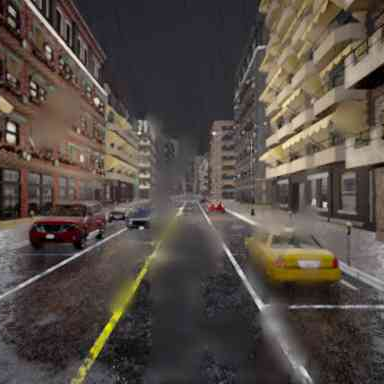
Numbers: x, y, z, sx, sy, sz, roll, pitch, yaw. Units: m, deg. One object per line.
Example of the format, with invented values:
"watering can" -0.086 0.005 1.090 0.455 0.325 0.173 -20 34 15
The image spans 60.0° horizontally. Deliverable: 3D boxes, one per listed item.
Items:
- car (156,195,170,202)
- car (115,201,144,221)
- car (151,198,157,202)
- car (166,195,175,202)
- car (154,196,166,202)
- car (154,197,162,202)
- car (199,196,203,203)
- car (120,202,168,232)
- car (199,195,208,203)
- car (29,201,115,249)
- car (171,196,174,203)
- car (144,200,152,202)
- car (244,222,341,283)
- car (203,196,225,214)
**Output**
"car" -5.321 1.445 53.807 2.192 1.841 5.009 1 0 0
"car" -5.315 1.615 26.062 2.008 1.369 4.403 1 0 0
"car" -5.319 1.673 37.160 1.802 1.307 4.206 1 0 0
"car" -5.340 1.633 81.552 1.967 1.590 4.097 1 0 0
"car" -5.322 1.668 48.258 2.008 1.369 4.403 1 0 0
"car" -5.321 1.687 42.709 1.802 1.307 4.206 1 0 0
"car" 2.551 1.750 70.478 1.802 1.307 4.206 1 0 0
"car" -2.757 1.599 20.861 2.033 1.411 5.357 0 0 0
"car" 2.551 1.620 76.028 1.967 1.590 4.097 1 0 0
"car" -5.308 1.353 14.964 2.192 1.841 5.009 1 0 0
"car" -5.336 1.762 76.002 1.802 1.307 4.206 1 0 0
"car" -5.317 1.644 31.611 1.947 1.339 4.313 1 0 0
"car" 2.571 1.550 9.608 1.752 1.417 4.829 1 0 0
"car" 2.563 1.532 37.184 1.967 1.590 4.097 1 0 0
